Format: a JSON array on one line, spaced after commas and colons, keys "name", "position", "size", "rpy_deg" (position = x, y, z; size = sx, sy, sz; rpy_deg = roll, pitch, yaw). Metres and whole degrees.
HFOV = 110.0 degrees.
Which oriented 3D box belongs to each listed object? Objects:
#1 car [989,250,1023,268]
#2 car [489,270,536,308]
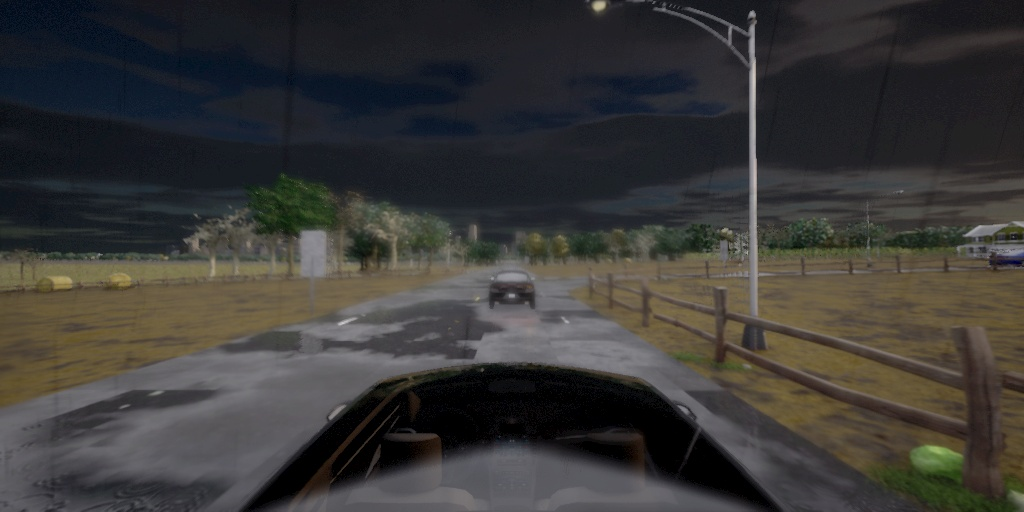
[{"name": "car", "position": [46.124, 0.230, 32.130], "size": [5.008, 1.535, 1.882], "rpy_deg": [-2, -1, 0]}, {"name": "car", "position": [0.041, 1.377, 16.105], "size": [1.882, 1.535, 5.008], "rpy_deg": [0, 0, 1]}]
